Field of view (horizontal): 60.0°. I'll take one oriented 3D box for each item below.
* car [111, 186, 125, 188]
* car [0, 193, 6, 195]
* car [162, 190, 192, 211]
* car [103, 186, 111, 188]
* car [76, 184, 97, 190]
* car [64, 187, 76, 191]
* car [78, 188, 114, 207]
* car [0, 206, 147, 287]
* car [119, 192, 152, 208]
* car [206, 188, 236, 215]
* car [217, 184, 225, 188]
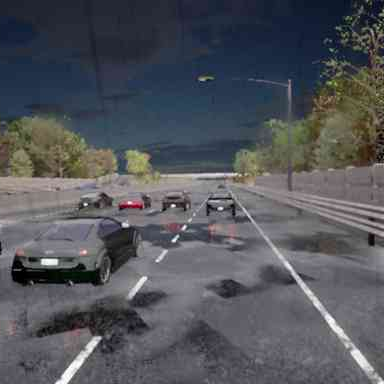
[{"bbox_3d":[-14.909,-0.553,70.447,1.812,1.442,4.674,-1,2,5],"label":"car"},{"bbox_3d":[-18.544,0.740,30.306,1.882,1.535,5.008,-1,2,5],"label":"car"},{"bbox_3d":[-1.139,0.648,26.237,1.837,1.490,4.892,-1,2,5],"label":"car"},{"bbox_3d":[-18.274,-0.555,72.132,2.033,1.411,5.357,-1,2,5],"label":"car"},{"bbox_3d":[-21.925,-0.751,70.610,2.150,2.045,5.566,-1,2,5],"label":"car"},{"bbox_3d":[-25.404,-0.397,70.958,2.033,1.411,5.357,-1,2,5],"label":"car"},{"bbox_3d":[-8.013,0.711,27.984,1.812,1.442,4.674,-1,2,5],"label":"car"},{"bbox_3d":[-2.687,1.310,8.679,1.994,1.385,4.181,-1,2,5],"label":"car"},{"bbox_3d":[-4.557,0.722,27.281,1.994,1.385,4.181,-1,2,5],"label":"car"},{"bbox_3d":[1.974,0.701,22.846,2.128,1.511,4.902,-1,2,5],"label":"car"},{"bbox_3d":[8.005,-1.526,91.240,1.837,1.490,4.892,-1,2,5],"label":"car"}]
